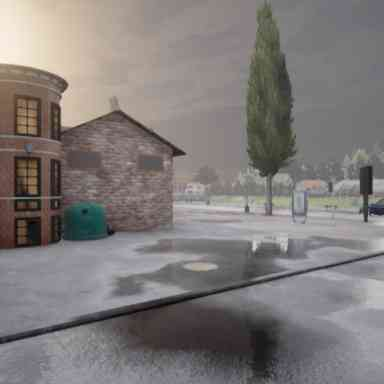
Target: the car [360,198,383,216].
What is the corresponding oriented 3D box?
[{"bbox_3d":[17.404,1.308,29.490,2.097,1.767,4.553,0,0,-34],"label":"car"}]
